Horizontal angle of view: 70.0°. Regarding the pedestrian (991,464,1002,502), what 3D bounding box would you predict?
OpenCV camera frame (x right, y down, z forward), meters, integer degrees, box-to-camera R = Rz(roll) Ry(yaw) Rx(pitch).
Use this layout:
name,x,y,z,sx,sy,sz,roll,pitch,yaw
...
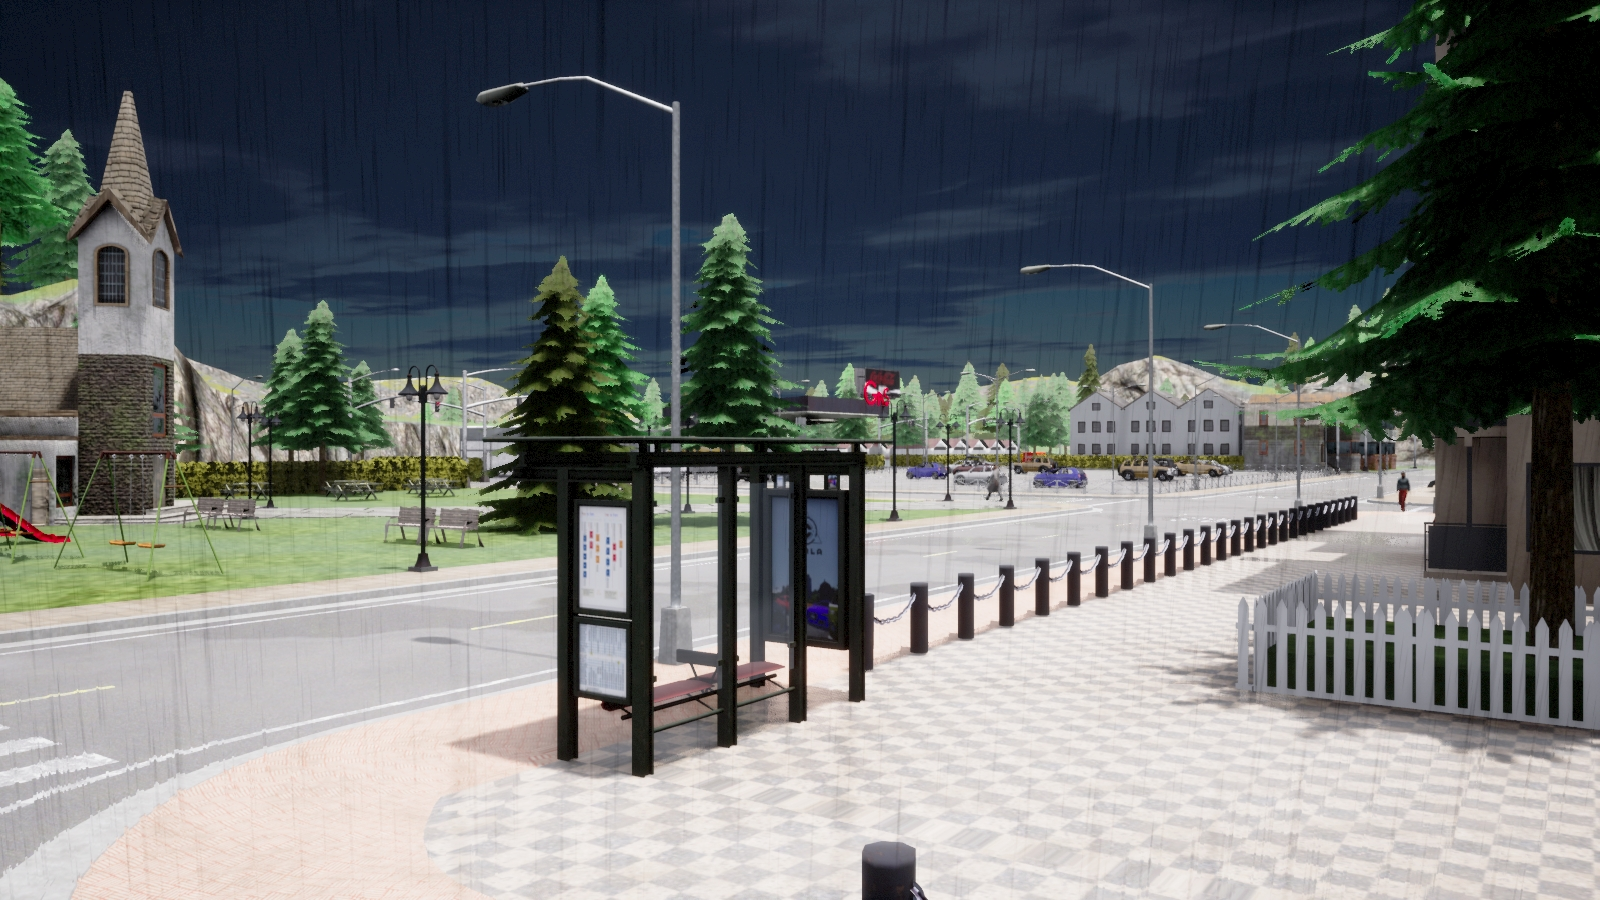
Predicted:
name,x,y,z,sx,sy,sz,roll,pitch,yaw
pedestrian,9.791,1.627,56.898,0.375,1.860,0.375,0,0,39

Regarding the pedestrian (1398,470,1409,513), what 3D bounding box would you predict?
name,x,y,z,sx,sy,sz,roll,pitch,yaw
pedestrian,26.646,1.829,50.463,0.375,1.860,0.375,0,0,35
